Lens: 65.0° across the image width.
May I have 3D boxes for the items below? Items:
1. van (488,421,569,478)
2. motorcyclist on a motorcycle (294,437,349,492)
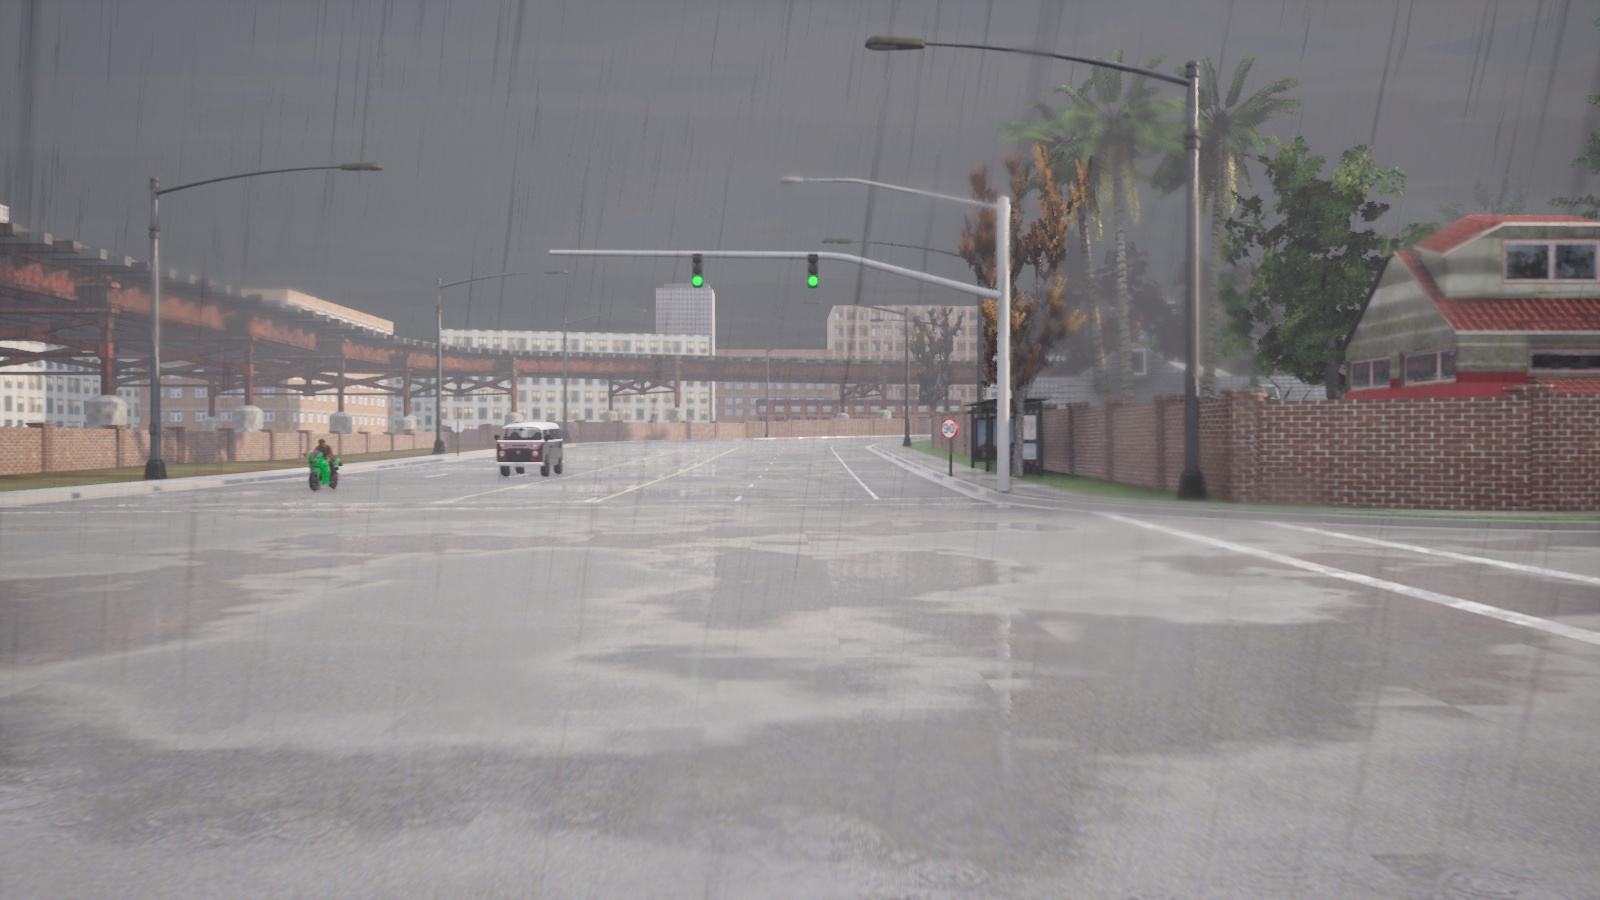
[{"bbox_3d":[-10.218,-0.063,47.630,2.069,2.038,4.480,0,1,0],"label":"van"},{"bbox_3d":[-13.782,0.394,36.257,0.797,1.523,2.044,0,1,0],"label":"motorcyclist on a motorcycle"}]
